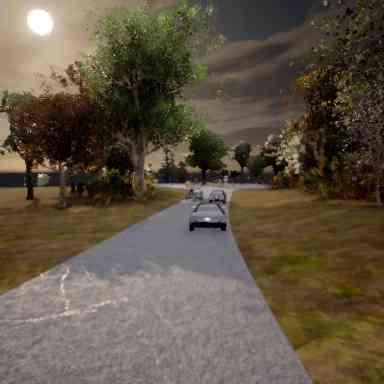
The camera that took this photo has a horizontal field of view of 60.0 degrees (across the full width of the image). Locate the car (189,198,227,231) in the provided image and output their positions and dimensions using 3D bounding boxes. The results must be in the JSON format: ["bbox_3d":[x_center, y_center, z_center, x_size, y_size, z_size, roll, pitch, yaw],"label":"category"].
[{"bbox_3d":[0.930,1.270,18.699,1.994,1.385,4.181,0,2,4],"label":"car"}]

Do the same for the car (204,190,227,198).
[{"bbox_3d":[2.873,0.453,37.001,2.033,1.411,5.357,1,3,7],"label":"car"}]

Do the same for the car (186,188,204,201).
[{"bbox_3d":[0.407,0.243,40.082,1.812,1.442,4.674,2,3,8],"label":"car"}]
